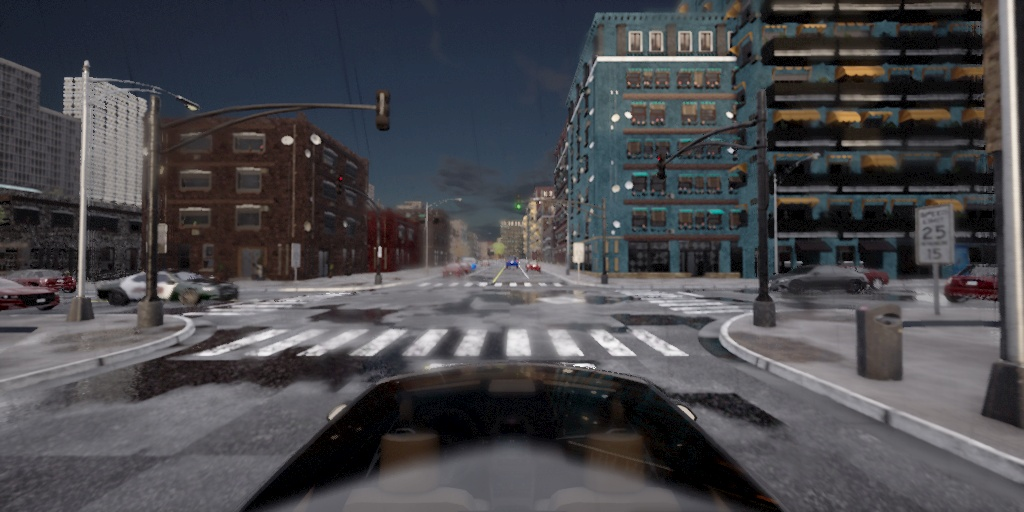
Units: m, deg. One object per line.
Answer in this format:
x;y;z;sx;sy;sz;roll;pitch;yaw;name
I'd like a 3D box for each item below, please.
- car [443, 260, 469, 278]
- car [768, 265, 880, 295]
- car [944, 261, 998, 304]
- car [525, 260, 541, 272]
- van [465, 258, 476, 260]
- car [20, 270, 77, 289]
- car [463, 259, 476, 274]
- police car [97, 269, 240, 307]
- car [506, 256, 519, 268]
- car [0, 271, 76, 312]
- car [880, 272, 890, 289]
-5.734;1.369;35.686;1.888;1.381;4.507;0;0;0;car
15.635;1.202;18.569;4.674;1.442;1.812;0;-1;1;car
18.184;0.972;12.626;4.097;1.591;1.967;0;0;1;car
2.734;1.289;47.108;1.967;1.591;4.097;0;0;0;car
-5.647;1.190;47.056;1.690;1.789;3.998;0;0;0;van
-29.295;1.550;21.731;4.097;1.591;1.967;0;0;1;car
-5.653;1.382;41.368;1.888;1.381;4.507;0;0;0;car
-14.835;1.373;15.781;4.974;1.542;2.038;0;-1;1;police car
0.058;1.106;62.967;2.150;2.045;5.566;0;0;0;car
-19.284;1.388;12.990;4.507;1.381;1.888;0;0;1;car
19.495;1.247;21.194;4.507;1.381;1.888;0;0;1;car
